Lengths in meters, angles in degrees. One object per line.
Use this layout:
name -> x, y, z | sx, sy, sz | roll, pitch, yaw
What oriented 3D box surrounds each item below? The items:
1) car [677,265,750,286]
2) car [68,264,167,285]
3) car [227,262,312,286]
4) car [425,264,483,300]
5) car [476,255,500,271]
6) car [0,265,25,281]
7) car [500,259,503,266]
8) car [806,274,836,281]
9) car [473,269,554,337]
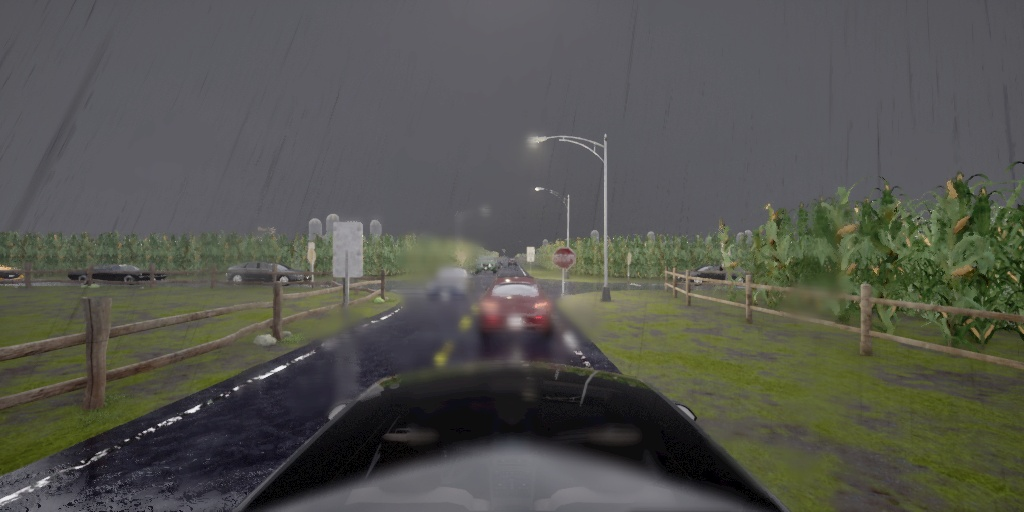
car -> 14.462, 1.371, 25.892 | 4.892, 1.490, 1.837 | 0, -1, 1
car -> -25.533, 1.197, 23.353 | 4.718, 1.301, 1.895 | 0, -1, 0
car -> -15.656, 1.155, 23.252 | 4.892, 1.490, 1.837 | 0, -1, 1
car -> -2.845, 1.296, 17.973 | 2.033, 1.411, 5.357 | 0, 0, 0
car -> -2.830, 0.959, 41.178 | 2.150, 2.045, 5.566 | 0, 0, 0
car -> -35.168, 1.025, 23.463 | 5.008, 1.535, 1.882 | 0, -1, 1
car -> -2.808, 1.277, 55.864 | 2.033, 1.411, 5.357 | 0, 0, 0
car -> 24.482, 1.157, 25.791 | 5.566, 2.045, 2.150 | 0, -1, 1
car -> 0.101, 1.276, 10.154 | 1.812, 1.442, 4.674 | 0, 0, 0
